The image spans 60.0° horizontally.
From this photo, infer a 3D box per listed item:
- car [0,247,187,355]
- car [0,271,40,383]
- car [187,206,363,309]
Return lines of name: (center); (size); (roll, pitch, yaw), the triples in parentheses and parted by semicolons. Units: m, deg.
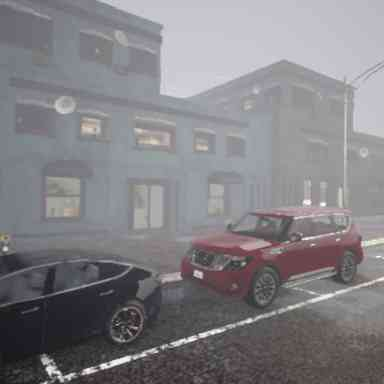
car: (-2.453, 1.567, 4.793); (4.313, 1.339, 1.947); (0, 1, -35)
car: (-3.310, 1.502, 1.017); (4.892, 1.490, 1.837); (0, 0, -36)
car: (2.179, 1.323, 8.093); (5.009, 1.841, 2.192); (0, 1, -35)
